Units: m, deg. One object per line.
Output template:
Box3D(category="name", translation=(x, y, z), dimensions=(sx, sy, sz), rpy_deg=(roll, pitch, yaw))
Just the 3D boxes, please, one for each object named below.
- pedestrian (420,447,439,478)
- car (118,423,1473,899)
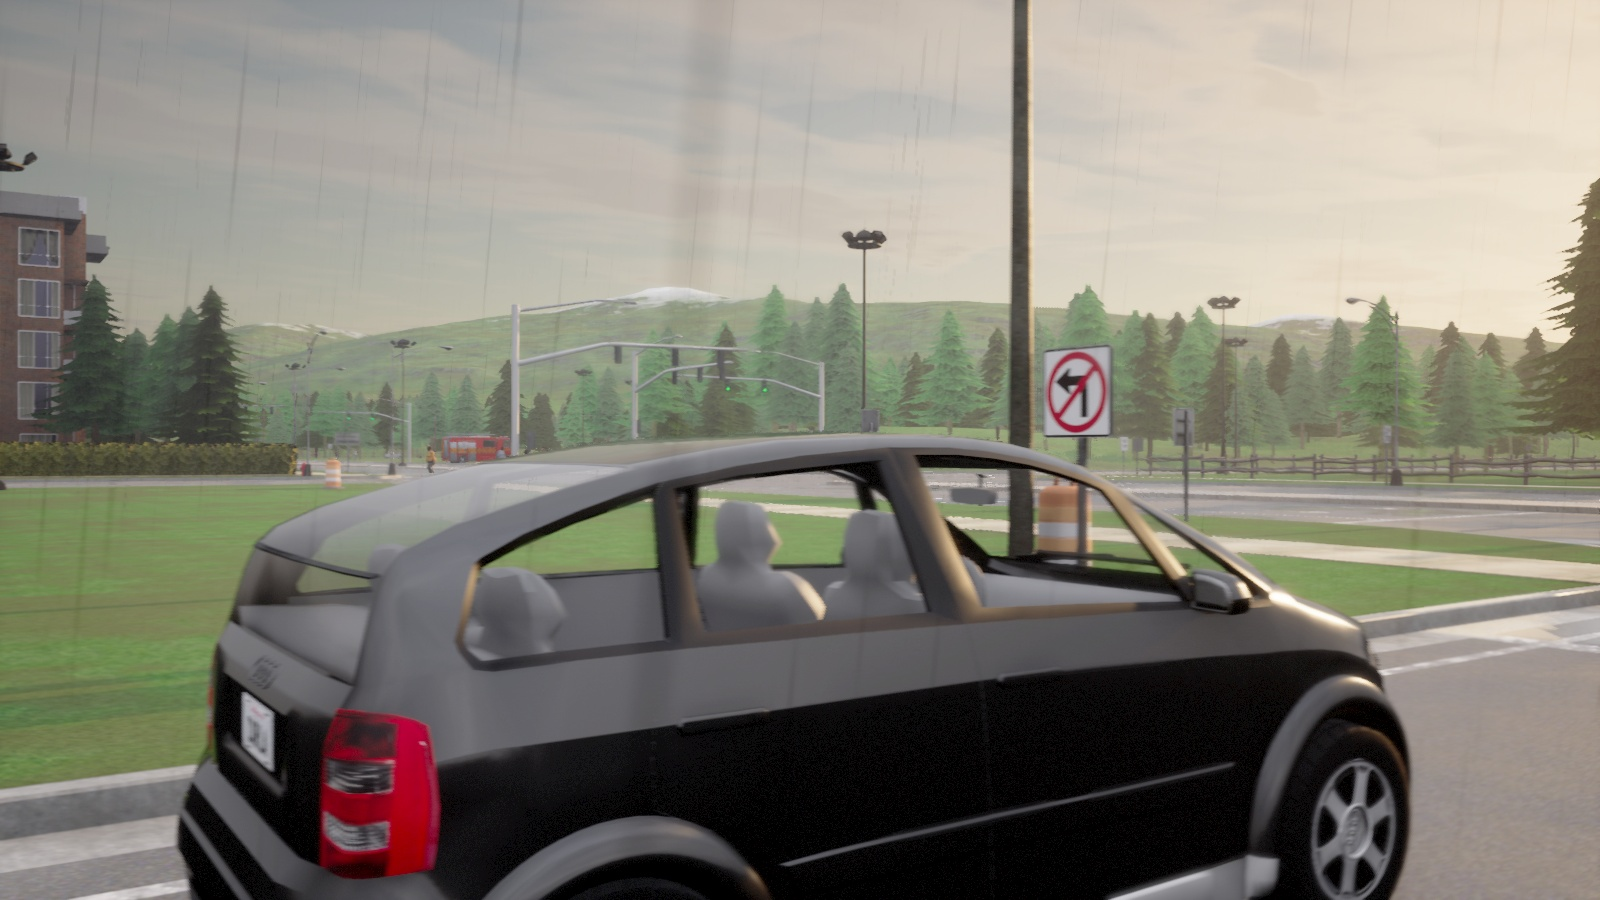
Box3D(category="pedestrian", translation=(-22.346, 0.767, 75.784), dimensions=(0.900, 1.855, 0.874), rpy_deg=(0, 0, -31))
Box3D(category="car", translation=(0.161, 0.732, 3.770), dimensions=(3.705, 1.549, 1.789), rpy_deg=(0, 0, -35))
